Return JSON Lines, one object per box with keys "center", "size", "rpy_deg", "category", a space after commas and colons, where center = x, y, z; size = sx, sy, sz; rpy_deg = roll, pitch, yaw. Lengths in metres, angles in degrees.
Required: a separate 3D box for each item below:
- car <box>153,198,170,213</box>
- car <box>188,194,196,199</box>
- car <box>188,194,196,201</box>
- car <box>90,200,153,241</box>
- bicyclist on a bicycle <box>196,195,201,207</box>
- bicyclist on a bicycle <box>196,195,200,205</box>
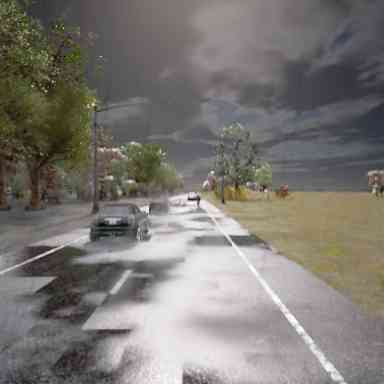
{"center": [-3.410, 1.391, 35.467], "size": [1.882, 1.535, 5.008], "rpy_deg": [0, 0, 0], "category": "car"}
{"center": [-0.018, 1.243, 89.232], "size": [1.895, 1.301, 4.718], "rpy_deg": [0, 0, 0], "category": "car"}
{"center": [-0.015, 1.370, 76.041], "size": [1.994, 1.385, 4.181], "rpy_deg": [0, 0, 0], "category": "car"}
{"center": [-3.406, 1.312, 16.409], "size": [2.097, 1.767, 4.553], "rpy_deg": [0, 0, 0], "category": "car"}
{"center": [0.953, 1.260, 45.690], "size": [0.659, 1.776, 1.843], "rpy_deg": [0, 0, 0], "category": "bicyclist on a bicycle"}
{"center": [0.951, 1.321, 54.454], "size": [0.582, 1.620, 1.656], "rpy_deg": [0, 0, 0], "category": "bicyclist on a bicycle"}
